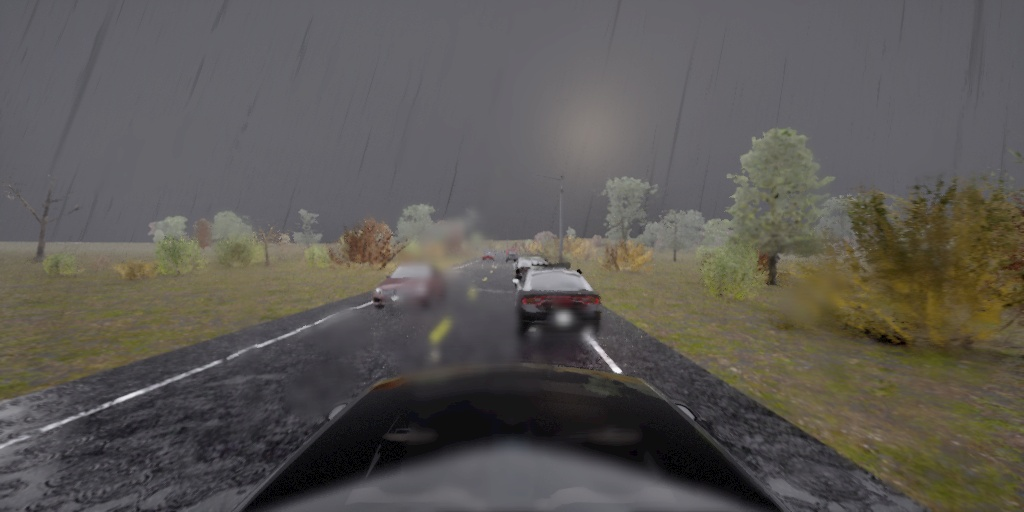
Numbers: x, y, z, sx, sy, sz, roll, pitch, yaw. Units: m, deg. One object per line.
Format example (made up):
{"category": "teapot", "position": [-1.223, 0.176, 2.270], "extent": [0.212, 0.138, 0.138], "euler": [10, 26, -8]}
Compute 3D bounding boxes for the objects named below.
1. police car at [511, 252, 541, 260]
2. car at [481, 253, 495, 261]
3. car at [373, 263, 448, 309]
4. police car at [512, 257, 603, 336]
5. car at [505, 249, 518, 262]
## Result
{"category": "police car", "position": [1.046, 0.777, 19.862], "extent": [1.930, 1.638, 5.238], "euler": [0, 1, 0]}
{"category": "car", "position": [-3.578, 0.142, 54.712], "extent": [1.895, 1.301, 4.718], "euler": [0, 1, 0]}
{"category": "car", "position": [-3.590, 1.020, 13.468], "extent": [1.812, 1.442, 4.674], "euler": [0, 1, 0]}
{"category": "police car", "position": [1.049, 0.999, 9.862], "extent": [1.930, 1.638, 5.238], "euler": [0, 1, 0]}
{"category": "car", "position": [0.045, 0.102, 52.370], "extent": [1.837, 1.490, 4.892], "euler": [0, 1, 0]}
